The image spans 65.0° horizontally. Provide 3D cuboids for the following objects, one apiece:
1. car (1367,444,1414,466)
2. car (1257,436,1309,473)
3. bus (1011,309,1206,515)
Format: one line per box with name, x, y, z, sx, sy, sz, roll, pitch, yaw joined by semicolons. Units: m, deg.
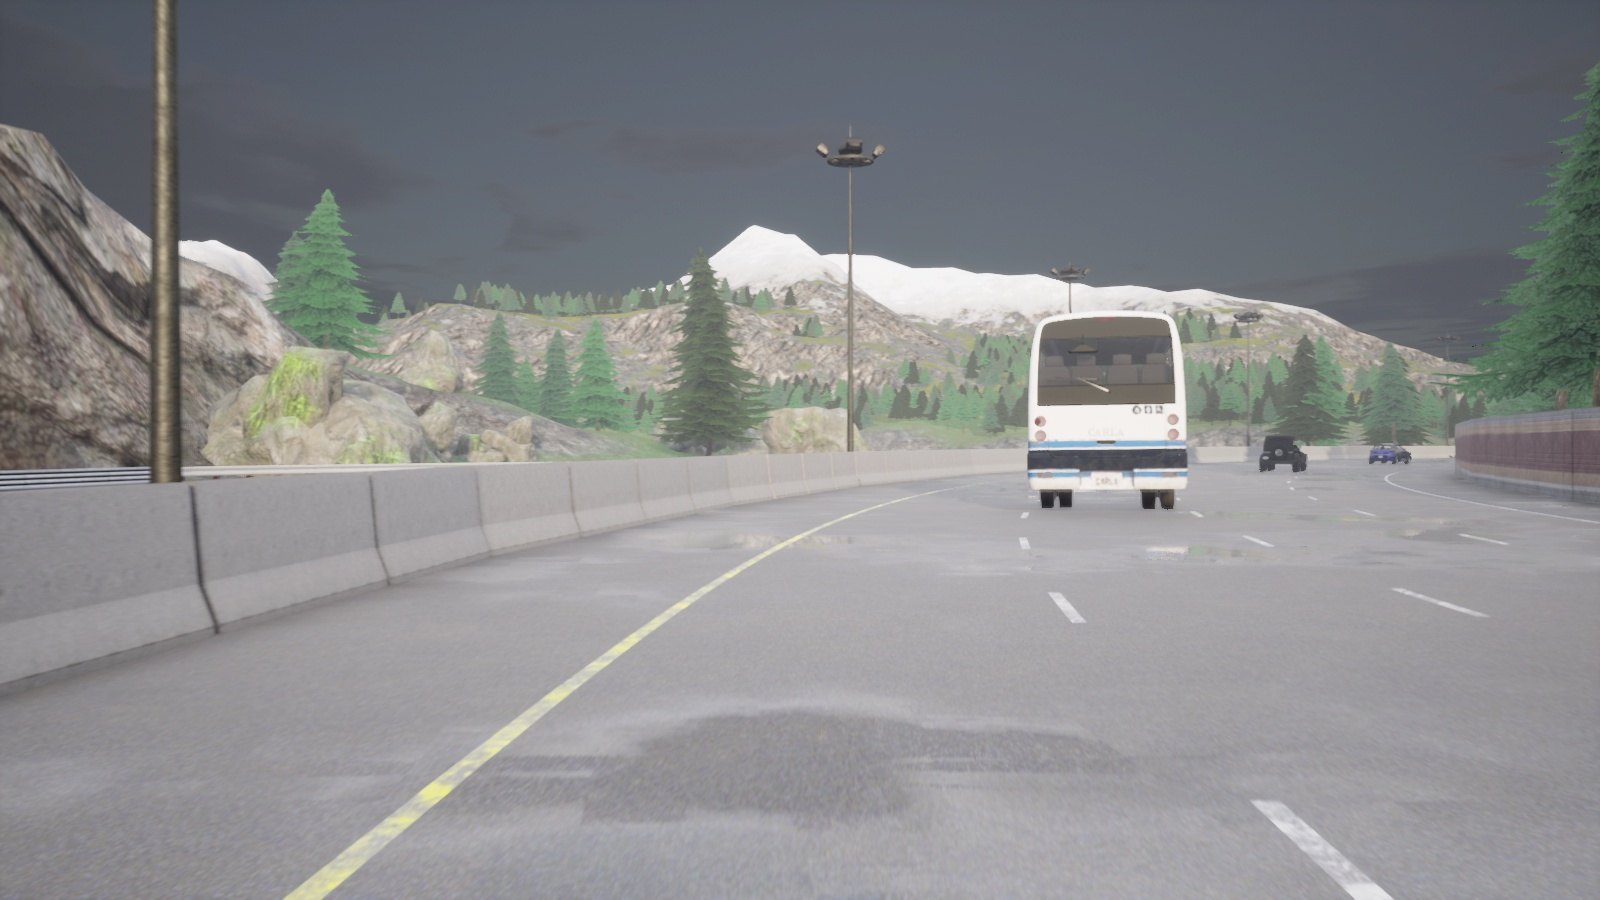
car;40.880;0.320;86.912;1.816;1.474;4.193;0;0;41
car;24.898;0.209;64.652;1.905;1.878;3.866;0;0;30
bus;7.662;-0.798;31.382;3.944;4.253;10.273;0;0;14
